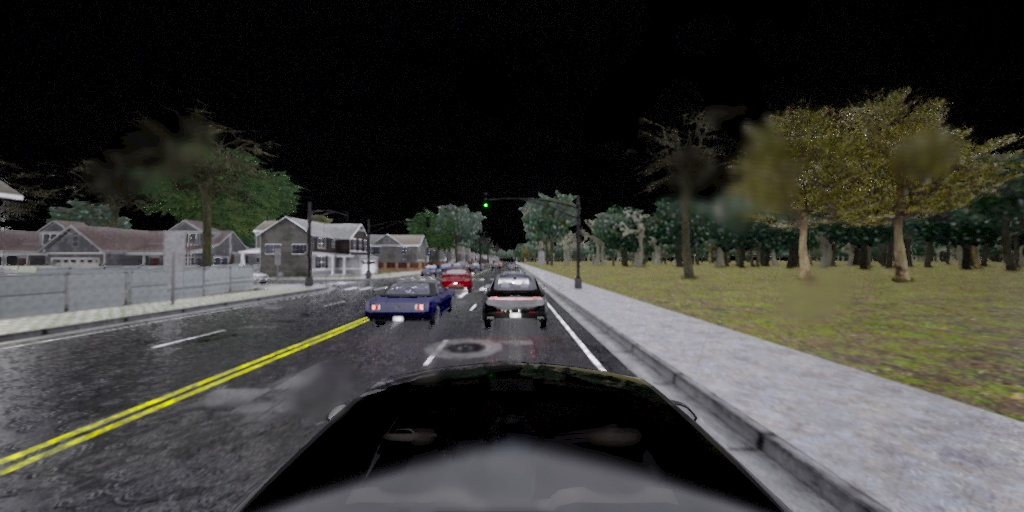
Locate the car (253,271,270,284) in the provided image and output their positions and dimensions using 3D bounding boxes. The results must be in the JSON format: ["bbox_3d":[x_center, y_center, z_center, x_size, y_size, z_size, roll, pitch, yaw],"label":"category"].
[{"bbox_3d":[-22.504,1.645,29.451,4.674,1.442,1.812,0,-1,0],"label":"car"}]

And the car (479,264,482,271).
[{"bbox_3d":[-6.553,2.023,65.055,1.812,1.442,4.674,0,-1,0],"label":"car"}]

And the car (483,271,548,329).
[{"bbox_3d":[0.096,1.366,11.805,2.128,1.511,4.902,0,-1,0],"label":"car"}]

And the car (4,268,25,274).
[{"bbox_3d":[-42.556,1.702,29.509,5.357,1.411,2.033,0,-1,-1],"label":"car"}]

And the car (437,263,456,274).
[{"bbox_3d":[-9.854,1.854,54.441,1.882,1.535,5.008,0,-1,0],"label":"car"}]

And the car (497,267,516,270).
[{"bbox_3d":[0.089,1.611,23.037,1.895,1.301,4.718,0,-1,0],"label":"car"}]

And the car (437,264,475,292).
[{"bbox_3d":[-3.582,1.495,23.569,1.882,1.535,5.008,0,-1,-6],"label":"car"}]

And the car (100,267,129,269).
[{"bbox_3d":[-32.362,1.629,29.482,4.902,1.511,2.128,0,-1,0],"label":"car"}]

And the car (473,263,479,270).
[{"bbox_3d":[-6.606,1.973,54.061,1.895,1.301,4.718,0,-1,0],"label":"car"}]

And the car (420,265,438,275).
[{"bbox_3d":[-9.842,1.785,44.084,1.812,1.442,4.674,0,-1,0],"label":"car"}]

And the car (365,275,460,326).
[{"bbox_3d":[-3.147,1.479,12.153,1.895,1.301,4.718,0,-1,0],"label":"car"}]
